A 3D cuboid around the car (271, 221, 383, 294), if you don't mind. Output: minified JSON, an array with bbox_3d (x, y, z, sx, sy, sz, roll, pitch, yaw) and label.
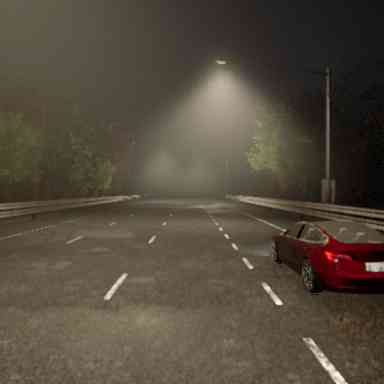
[{"bbox_3d":[3.474,1.458,8.665,2.163,1.488,4.792,0,0,0],"label":"car"}]
